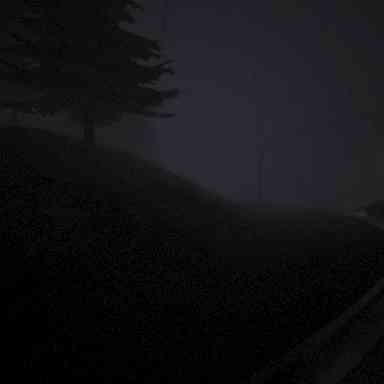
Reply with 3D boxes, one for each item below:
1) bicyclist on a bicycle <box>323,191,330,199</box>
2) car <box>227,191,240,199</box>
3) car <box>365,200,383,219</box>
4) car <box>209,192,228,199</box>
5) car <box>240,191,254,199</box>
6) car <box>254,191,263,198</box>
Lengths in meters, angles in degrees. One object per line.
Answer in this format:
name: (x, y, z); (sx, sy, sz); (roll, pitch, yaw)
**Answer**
bicyclist on a bicycle: (27.299, 0.688, 67.657); (1.656, 1.620, 0.582); (-1, 0, -14)
car: (10.232, 0.763, 89.561); (2.150, 2.045, 5.566); (-1, 0, -14)
car: (15.003, 1.268, 25.845); (1.994, 1.385, 4.181); (-1, 0, 10)
car: (6.967, 1.135, 88.225); (2.033, 1.411, 5.357); (-1, 0, -14)
car: (13.841, 1.028, 89.599); (2.033, 1.411, 5.357); (-1, 0, -14)
car: (17.218, 0.663, 90.500); (2.150, 2.045, 5.566); (-1, 0, -14)
